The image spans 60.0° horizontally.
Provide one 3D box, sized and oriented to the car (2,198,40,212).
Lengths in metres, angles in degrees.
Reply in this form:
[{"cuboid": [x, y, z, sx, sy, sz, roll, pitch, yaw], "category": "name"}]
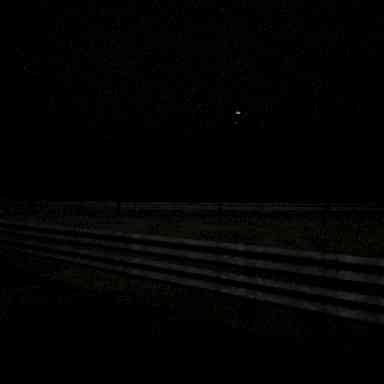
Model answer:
[{"cuboid": [-21.380, 1.543, 41.528, 4.553, 1.767, 2.097, 0, 0, 16], "category": "car"}]
